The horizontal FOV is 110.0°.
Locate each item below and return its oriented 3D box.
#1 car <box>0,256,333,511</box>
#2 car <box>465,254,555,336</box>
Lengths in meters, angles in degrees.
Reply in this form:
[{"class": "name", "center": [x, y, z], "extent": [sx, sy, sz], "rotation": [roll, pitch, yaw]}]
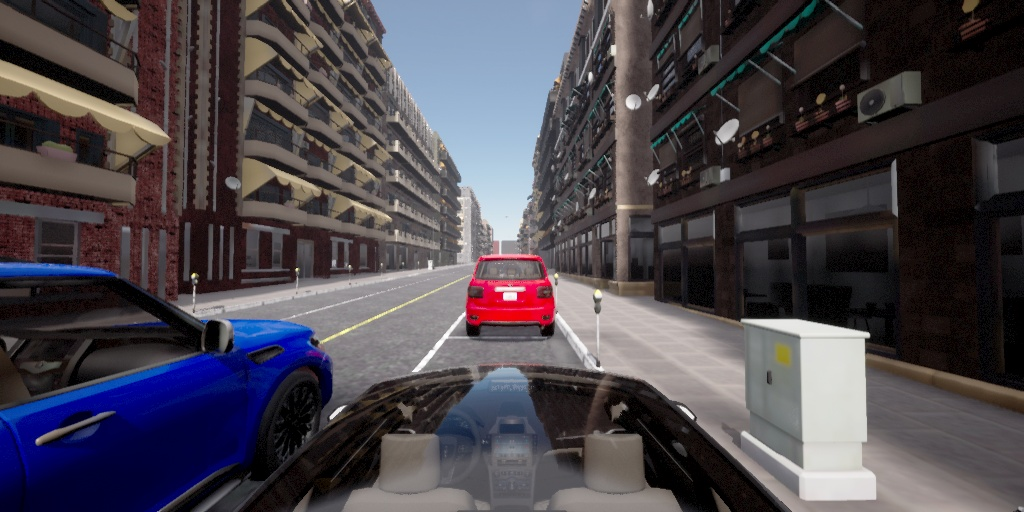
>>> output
[{"class": "car", "center": [-3.020, 0.981, 1.533], "extent": [2.150, 2.045, 5.566], "rotation": [0, 0, 0]}, {"class": "car", "center": [-0.039, 0.974, 10.534], "extent": [2.150, 2.045, 5.566], "rotation": [0, 0, 0]}]
